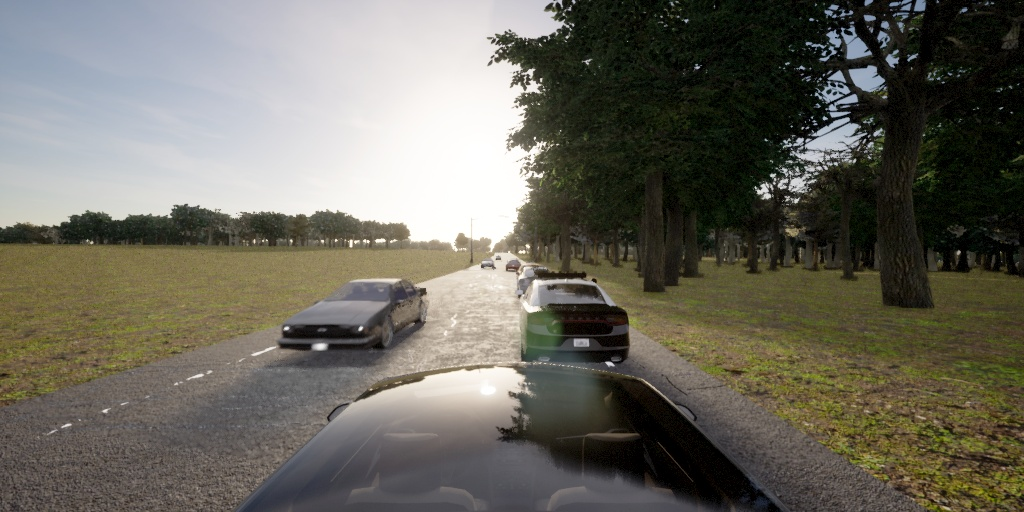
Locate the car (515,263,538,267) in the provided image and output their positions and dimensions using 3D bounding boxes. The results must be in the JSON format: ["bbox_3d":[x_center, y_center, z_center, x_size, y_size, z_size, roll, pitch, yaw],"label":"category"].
[{"bbox_3d":[1.188,1.247,18.167,1.812,1.442,4.674,0,0,0],"label":"car"}]

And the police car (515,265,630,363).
[{"bbox_3d":[1.121,1.168,8.271,1.930,1.638,5.238,0,0,0],"label":"police car"}]

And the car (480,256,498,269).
[{"bbox_3d":[-3.420,1.087,51.241,1.812,1.442,4.674,0,0,0],"label":"car"}]

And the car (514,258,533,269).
[{"bbox_3d":[1.216,1.155,24.360,1.801,1.575,5.366,0,0,0],"label":"car"}]

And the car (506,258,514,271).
[{"bbox_3d":[0.209,1.150,46.562,1.994,1.385,4.181,0,0,2],"label":"car"}]

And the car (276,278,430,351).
[{"bbox_3d":[-3.523,1.289,9.271,2.033,1.411,5.357,0,0,0],"label":"car"}]
